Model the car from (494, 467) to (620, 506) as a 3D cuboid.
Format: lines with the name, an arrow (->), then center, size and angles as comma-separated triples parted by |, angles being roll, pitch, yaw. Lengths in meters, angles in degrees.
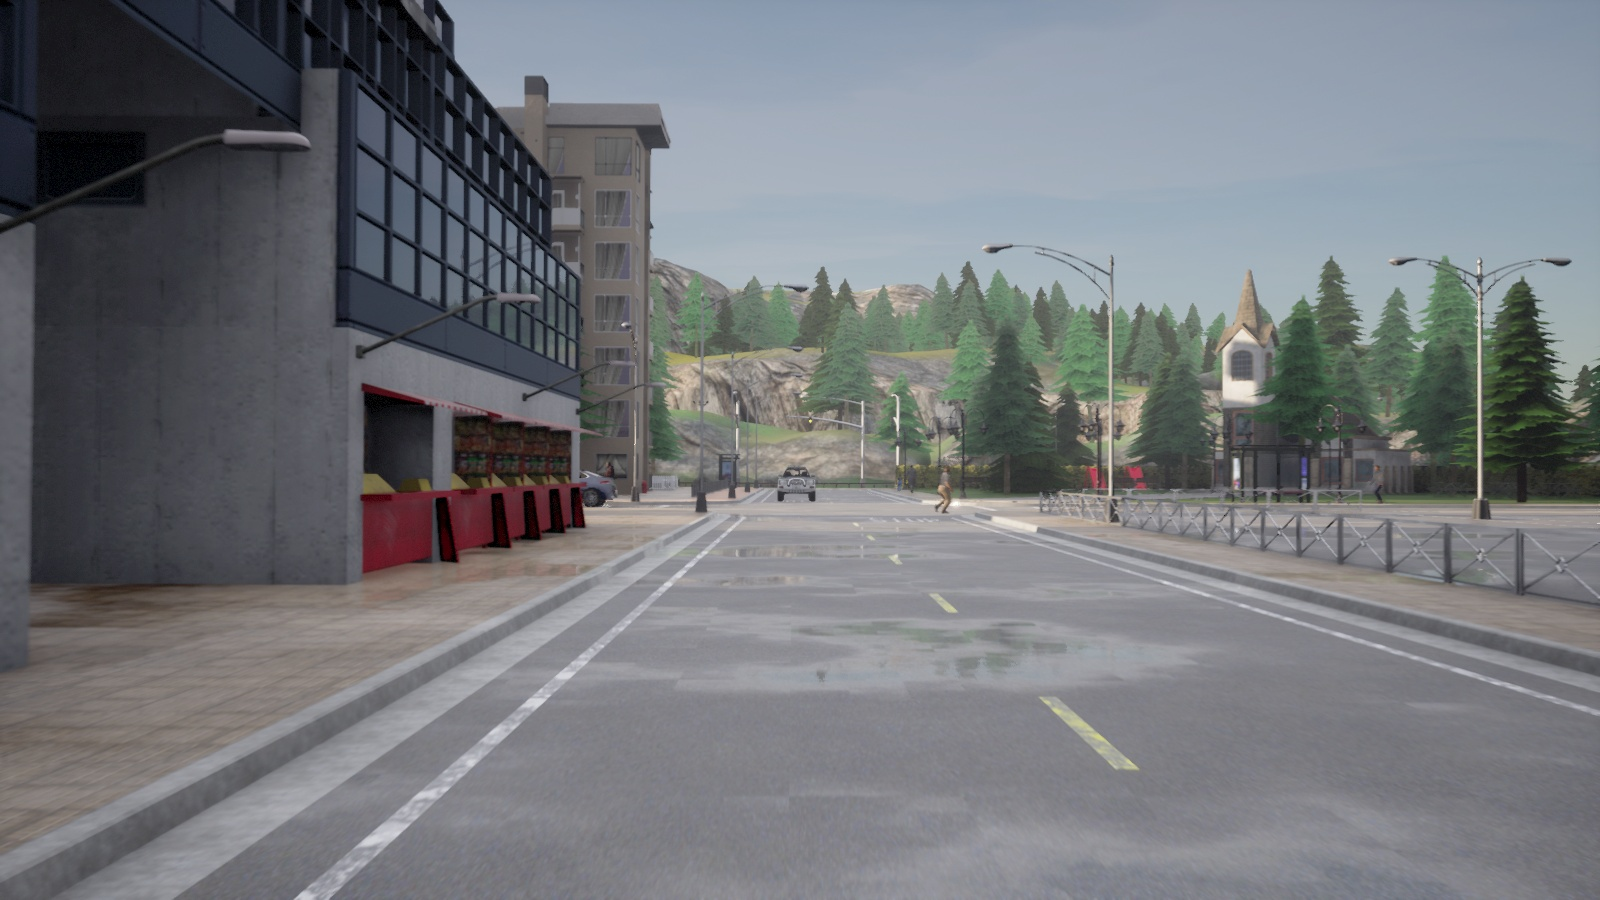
car -> -10.398, 1.554, 53.991 | 5.027, 1.651, 2.152 | 0, -1, -1

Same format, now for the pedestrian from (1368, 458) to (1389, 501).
pedestrian -> 26.675, 1.348, 57.904 | 0.788, 1.949, 0.423 | 0, -1, -3

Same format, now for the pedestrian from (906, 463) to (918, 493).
pedestrian -> 7.284, 1.814, 81.702 | 0.659, 1.952, 0.873 | 0, -1, -2

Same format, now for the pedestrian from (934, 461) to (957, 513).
pedestrian -> 5.209, 1.317, 44.937 | 0.694, 1.848, 0.540 | 0, -1, -10

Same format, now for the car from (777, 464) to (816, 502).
car -> -0.165, 1.716, 64.507 | 1.932, 1.855, 4.605 | 0, -2, 0
